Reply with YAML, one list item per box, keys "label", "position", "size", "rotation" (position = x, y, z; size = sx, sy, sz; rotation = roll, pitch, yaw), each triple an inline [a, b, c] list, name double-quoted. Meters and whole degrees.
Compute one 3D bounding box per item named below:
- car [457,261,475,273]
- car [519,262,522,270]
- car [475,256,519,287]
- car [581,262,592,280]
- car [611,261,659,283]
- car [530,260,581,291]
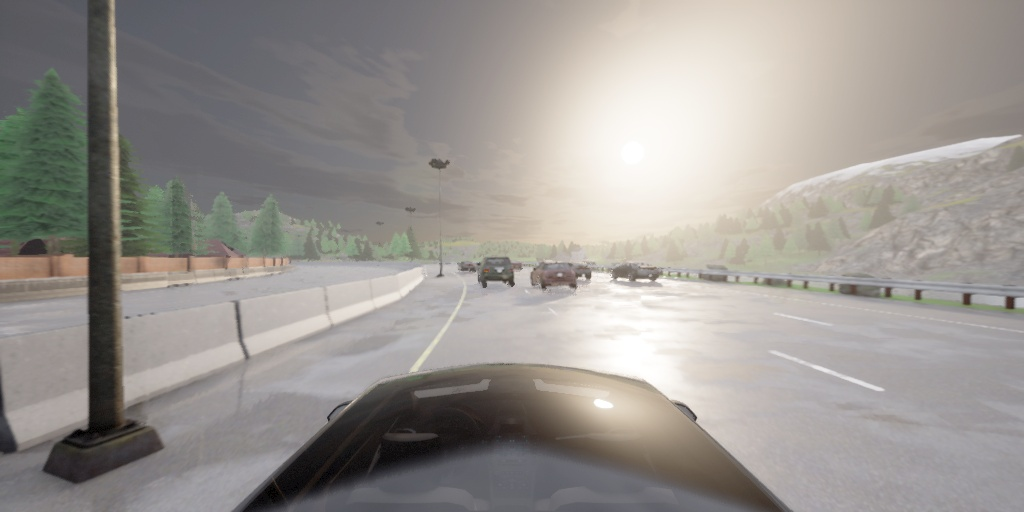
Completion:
- label: "car"
  position: [-6.125, 1.429, 48.028]
  size: [1.837, 1.490, 4.892]
  rotation: [0, 0, -17]
- label: "car"
  position: [-0.067, 1.311, 52.274]
  size: [1.882, 1.535, 5.008]
  rotation: [0, 0, -18]
- label: "car"
  position: [-1.214, 1.030, 25.329]
  size: [2.150, 2.045, 5.566]
  rotation: [0, 0, -9]
- label: "car"
  position: [5.044, 1.221, 29.729]
  size: [1.837, 1.490, 4.892]
  rotation: [0, 0, -10]
- label: "car"
  position: [9.008, 1.139, 26.686]
  size: [2.128, 1.511, 4.902]
  rotation: [-1, 0, -8]
- label: "car"
  position: [2.446, 1.096, 22.403]
  size: [2.097, 1.767, 4.553]
  rotation: [-1, 0, -7]
